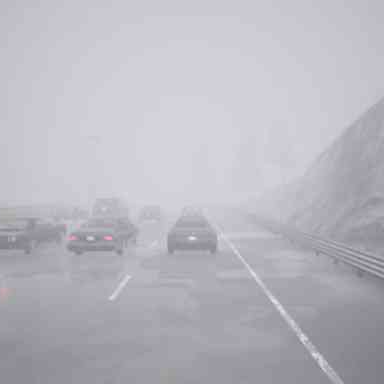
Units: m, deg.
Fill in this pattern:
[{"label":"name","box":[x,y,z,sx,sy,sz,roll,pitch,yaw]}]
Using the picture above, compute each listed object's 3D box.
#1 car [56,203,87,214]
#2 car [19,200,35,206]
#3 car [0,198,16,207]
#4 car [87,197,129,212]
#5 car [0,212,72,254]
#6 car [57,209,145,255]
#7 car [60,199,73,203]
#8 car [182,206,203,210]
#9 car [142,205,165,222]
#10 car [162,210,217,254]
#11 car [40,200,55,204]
[{"label":"car","box":[-10.475,1.875,29.098,1.895,1.301,4.718,0,0,0]},{"label":"car","box":[-31.596,2.152,63.876,1.994,1.385,4.181,0,-1,-12]},{"label":"car","box":[-34.982,1.946,62.957,2.097,1.767,4.553,0,-1,-12]},{"label":"car","box":[-6.974,1.489,29.013,2.150,2.045,5.566,0,0,0]},{"label":"car","box":[-6.991,1.734,14.094,1.895,1.301,4.718,0,0,0]},{"label":"car","box":[-3.492,1.679,13.973,2.033,1.411,5.357,0,-1,0]},{"label":"car","box":[-24.853,2.093,65.772,1.882,1.535,5.008,0,-1,-12]},{"label":"car","box":[0.025,1.874,29.085,1.895,1.301,4.718,0,0,0]},{"label":"car","box":[-3.475,1.820,28.972,2.033,1.411,5.357,0,-1,0]},{"label":"car","box":[0.012,1.699,14.246,1.994,1.385,4.181,0,0,0]},{"label":"car","box":[-28.218,2.203,64.794,1.895,1.301,4.718,0,-1,-12]}]
